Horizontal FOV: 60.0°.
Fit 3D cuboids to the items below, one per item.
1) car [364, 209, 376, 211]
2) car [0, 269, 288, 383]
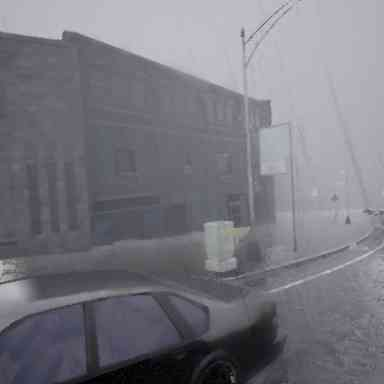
[{"bbox_3d":[20.590,2.097,37.105,1.895,1.301,4.718,-3,-3,12],"label":"car"},{"bbox_3d":[-1.351,1.576,3.169,5.357,1.411,2.033,0,-1,-37],"label":"car"}]
